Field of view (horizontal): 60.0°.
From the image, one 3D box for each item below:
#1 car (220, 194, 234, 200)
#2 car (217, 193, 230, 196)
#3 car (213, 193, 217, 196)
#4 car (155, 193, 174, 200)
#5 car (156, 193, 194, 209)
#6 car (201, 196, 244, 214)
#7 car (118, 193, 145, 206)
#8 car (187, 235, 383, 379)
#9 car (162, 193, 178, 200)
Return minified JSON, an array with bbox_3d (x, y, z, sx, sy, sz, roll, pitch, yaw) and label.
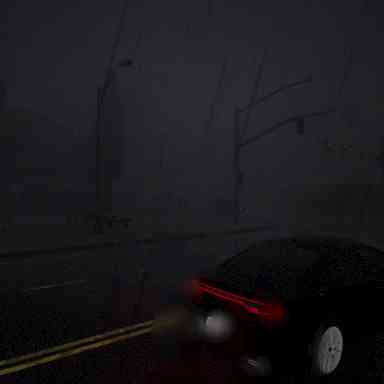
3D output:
[{"bbox_3d":[9.960,1.395,95.055,3.806,1.475,1.970,0,0,-37],"label":"car"},{"bbox_3d":[7.736,1.395,68.753,3.806,1.475,1.970,0,0,-37],"label":"car"},{"bbox_3d":[6.022,1.156,71.086,3.866,1.878,1.905,0,0,-37],"label":"car"},{"bbox_3d":[-7.366,1.153,89.192,4.605,1.855,1.932,0,0,-37],"label":"car"},{"bbox_3d":[-2.547,1.222,45.124,2.150,2.045,5.566,0,0,-35],"label":"car"},{"bbox_3d":[3.626,1.491,36.323,2.128,1.511,4.902,0,0,-35],"label":"car"},{"bbox_3d":[-10.618,1.212,56.676,2.150,2.045,5.566,0,1,-36],"label":"car"},{"bbox_3d":[2.242,1.478,5.607,5.008,1.535,1.882,0,0,-37],"label":"car"},{"bbox_3d":[-5.687,1.156,86.834,3.866,1.878,1.905,0,0,-37],"label":"car"}]
